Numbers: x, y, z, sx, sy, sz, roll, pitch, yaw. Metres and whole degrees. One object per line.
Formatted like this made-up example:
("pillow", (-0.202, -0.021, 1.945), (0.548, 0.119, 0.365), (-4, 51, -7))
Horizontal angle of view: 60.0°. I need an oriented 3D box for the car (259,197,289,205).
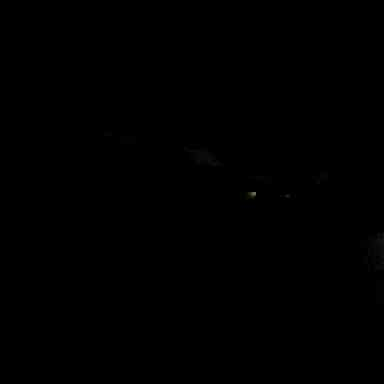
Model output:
("car", (9.424, 1.550, 35.763), (2.150, 2.045, 5.566), (3, -2, -36))
